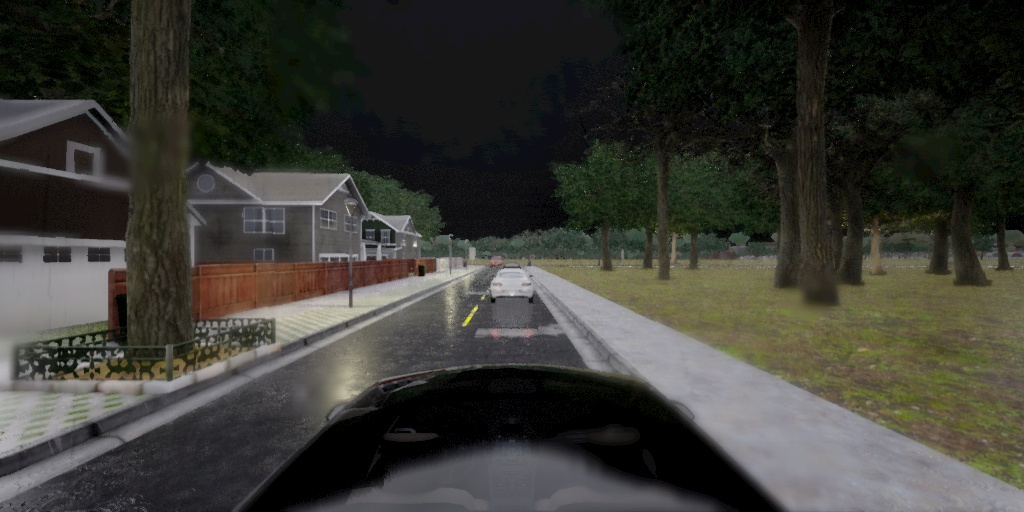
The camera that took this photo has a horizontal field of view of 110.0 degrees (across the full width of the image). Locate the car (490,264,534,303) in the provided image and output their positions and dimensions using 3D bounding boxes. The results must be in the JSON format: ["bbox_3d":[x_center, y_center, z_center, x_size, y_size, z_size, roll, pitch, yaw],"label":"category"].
[{"bbox_3d":[0.000,1.282,16.499,1.812,1.442,4.674,0,0,0],"label":"car"}]

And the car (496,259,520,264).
[{"bbox_3d":[0.000,1.247,31.499,2.128,1.511,4.902,0,0,0],"label":"car"}]

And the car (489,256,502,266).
[{"bbox_3d":[-2.750,1.090,63.686,2.150,2.045,5.566,0,0,0],"label":"car"}]
